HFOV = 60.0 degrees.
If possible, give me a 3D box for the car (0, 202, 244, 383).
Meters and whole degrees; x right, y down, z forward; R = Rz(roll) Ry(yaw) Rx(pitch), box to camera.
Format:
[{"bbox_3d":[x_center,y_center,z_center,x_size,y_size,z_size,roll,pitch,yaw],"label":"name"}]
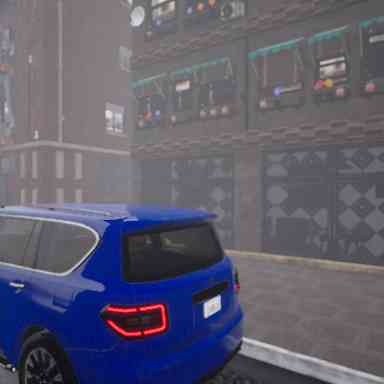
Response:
[{"bbox_3d":[-2.004,1.155,4.755,5.566,2.045,2.150,1,1,35],"label":"car"}]
